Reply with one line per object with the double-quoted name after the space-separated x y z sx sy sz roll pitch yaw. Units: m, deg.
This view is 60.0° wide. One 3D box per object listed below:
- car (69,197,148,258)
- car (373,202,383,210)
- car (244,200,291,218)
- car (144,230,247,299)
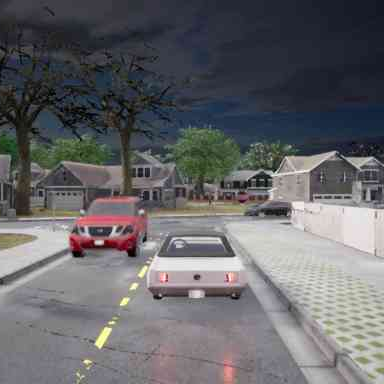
-2.996 1.223 13.156 2.150 2.045 5.566 0 0 -2 "car"
21.145 1.619 34.891 4.892 1.490 1.837 1 0 -17 "car"
7.104 1.555 30.264 4.892 1.490 1.837 0 0 -19 "car"
0.097 1.602 8.374 1.895 1.301 4.718 0 0 0 "car"
